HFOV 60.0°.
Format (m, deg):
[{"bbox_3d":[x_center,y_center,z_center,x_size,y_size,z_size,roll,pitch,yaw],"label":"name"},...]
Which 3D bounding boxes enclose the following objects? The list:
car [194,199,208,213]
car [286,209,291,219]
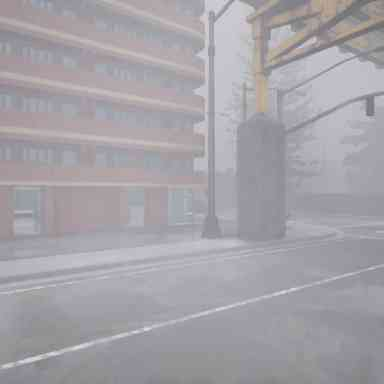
[{"bbox_3d":[0.275,1.480,36.833,1.882,1.535,5.008,0,0,-36],"label":"car"},{"bbox_3d":[6.238,1.528,28.462,1.812,1.442,4.674,0,0,-36],"label":"car"}]
